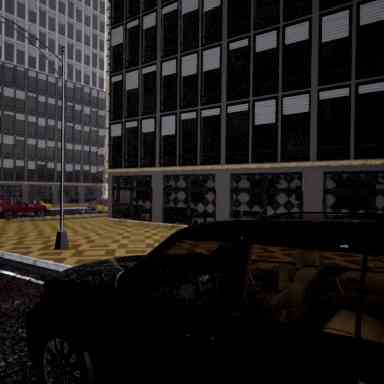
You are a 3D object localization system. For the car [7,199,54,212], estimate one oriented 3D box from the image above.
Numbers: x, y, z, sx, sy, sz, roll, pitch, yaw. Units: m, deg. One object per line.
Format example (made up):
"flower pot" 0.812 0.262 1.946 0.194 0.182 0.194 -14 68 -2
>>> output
"car" -19.563 1.642 40.428 1.752 1.417 4.829 1 0 37

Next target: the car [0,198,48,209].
"car" -16.097 1.519 31.041 2.192 1.841 5.009 1 0 37

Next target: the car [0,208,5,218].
"car" -7.263 1.348 8.895 4.553 1.767 2.097 0 0 36

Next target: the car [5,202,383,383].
"car" 0.717 1.221 3.172 5.566 2.045 2.150 0 0 36

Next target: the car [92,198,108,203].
"car" -9.269 1.829 40.230 1.752 1.417 4.829 1 0 37
